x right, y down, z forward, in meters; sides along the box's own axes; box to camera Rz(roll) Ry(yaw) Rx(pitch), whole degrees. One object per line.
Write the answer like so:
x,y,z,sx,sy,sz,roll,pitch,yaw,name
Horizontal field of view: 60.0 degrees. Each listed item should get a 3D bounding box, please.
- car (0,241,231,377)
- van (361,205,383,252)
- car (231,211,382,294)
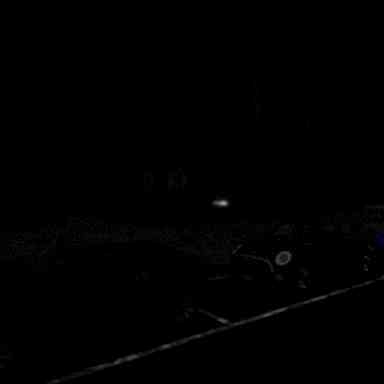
-1.671,1.564,5.461,4.313,1.339,1.947,0,0,-36,car
7.500,1.331,12.015,3.998,1.788,1.690,0,0,-36,van
2.915,1.434,8.738,4.097,1.590,1.967,0,0,-36,car
